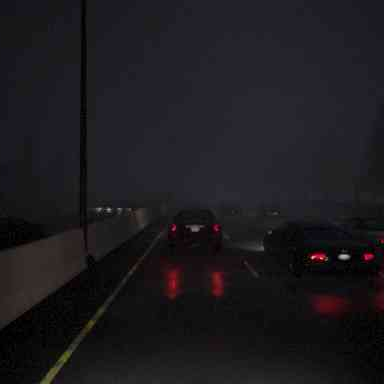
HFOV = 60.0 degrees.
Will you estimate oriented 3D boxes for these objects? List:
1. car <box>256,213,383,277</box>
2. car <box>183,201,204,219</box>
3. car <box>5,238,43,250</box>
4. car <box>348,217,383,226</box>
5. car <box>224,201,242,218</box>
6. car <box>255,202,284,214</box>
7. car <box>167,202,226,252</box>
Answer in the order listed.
[{"bbox_3d":[3.613,1.599,10.388,2.033,1.411,5.357,0,0,0],"label":"car"},{"bbox_3d":[0.132,1.679,31.895,1.812,1.442,4.674,0,0,0],"label":"car"},{"bbox_3d":[-7.085,1.604,11.732,2.033,1.411,5.357,0,0,0],"label":"car"},{"bbox_3d":[7.119,1.667,13.618,1.895,1.301,4.718,0,0,0],"label":"car"},{"bbox_3d":[3.647,1.634,32.413,1.882,1.535,5.008,0,0,0],"label":"car"},{"bbox_3d":[7.145,1.640,30.825,2.128,1.511,4.902,0,0,0],"label":"car"},{"bbox_3d":[0.119,1.422,14.422,2.097,1.767,4.553,0,0,0],"label":"car"}]
